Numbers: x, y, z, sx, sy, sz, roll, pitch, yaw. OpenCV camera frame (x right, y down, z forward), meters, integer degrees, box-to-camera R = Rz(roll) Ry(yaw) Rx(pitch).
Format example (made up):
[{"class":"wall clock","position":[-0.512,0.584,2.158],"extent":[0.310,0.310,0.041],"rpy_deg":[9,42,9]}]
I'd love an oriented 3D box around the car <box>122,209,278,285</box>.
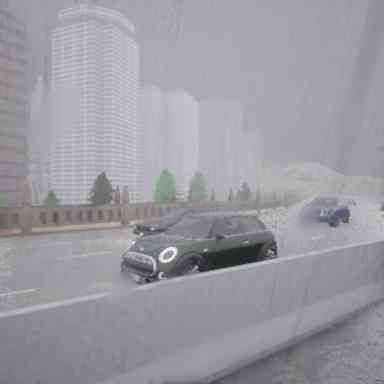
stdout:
[{"class":"car","position":[0.364,1.397,9.198],"extent":[4.553,1.767,2.097],"rpy_deg":[0,0,-41]}]

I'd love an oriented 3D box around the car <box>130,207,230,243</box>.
[{"class":"car","position":[-0.479,1.633,17.730],"extent":[5.357,1.411,2.033],"rpy_deg":[0,0,-44]}]

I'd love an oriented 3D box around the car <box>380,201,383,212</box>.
[{"class":"car","position":[24.907,1.712,41.841],"extent":[1.812,1.442,4.674],"rpy_deg":[0,0,25]}]

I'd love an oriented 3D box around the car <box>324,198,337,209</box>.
[{"class":"car","position":[21.745,1.715,52.327],"extent":[1.882,1.535,5.008],"rpy_deg":[0,0,22]}]

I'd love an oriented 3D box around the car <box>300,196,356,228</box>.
[{"class":"car","position":[9.617,1.331,23.648],"extent":[2.150,2.045,5.566],"rpy_deg":[0,0,38]}]
